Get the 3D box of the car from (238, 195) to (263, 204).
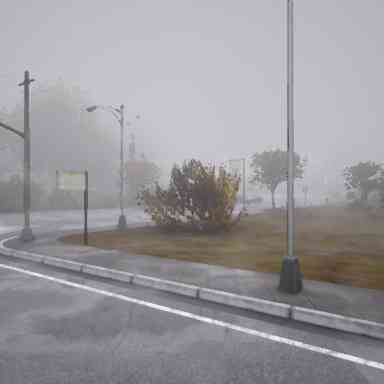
[{"bbox_3d":[10.192,1.233,55.724,1.882,1.535,5.008,0,1,37],"label":"car"}]
